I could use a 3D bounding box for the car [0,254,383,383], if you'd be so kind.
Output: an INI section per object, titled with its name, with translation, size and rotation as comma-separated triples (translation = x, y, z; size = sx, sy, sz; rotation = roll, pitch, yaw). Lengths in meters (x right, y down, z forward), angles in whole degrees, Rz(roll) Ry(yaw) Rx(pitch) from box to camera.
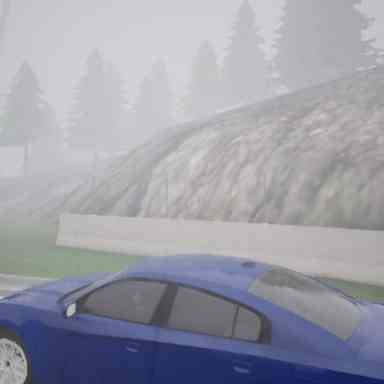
[car]
translation = -0.166, 1.470, 3.742
size = 5.008, 1.535, 1.882
rotation = 0, -1, 26
